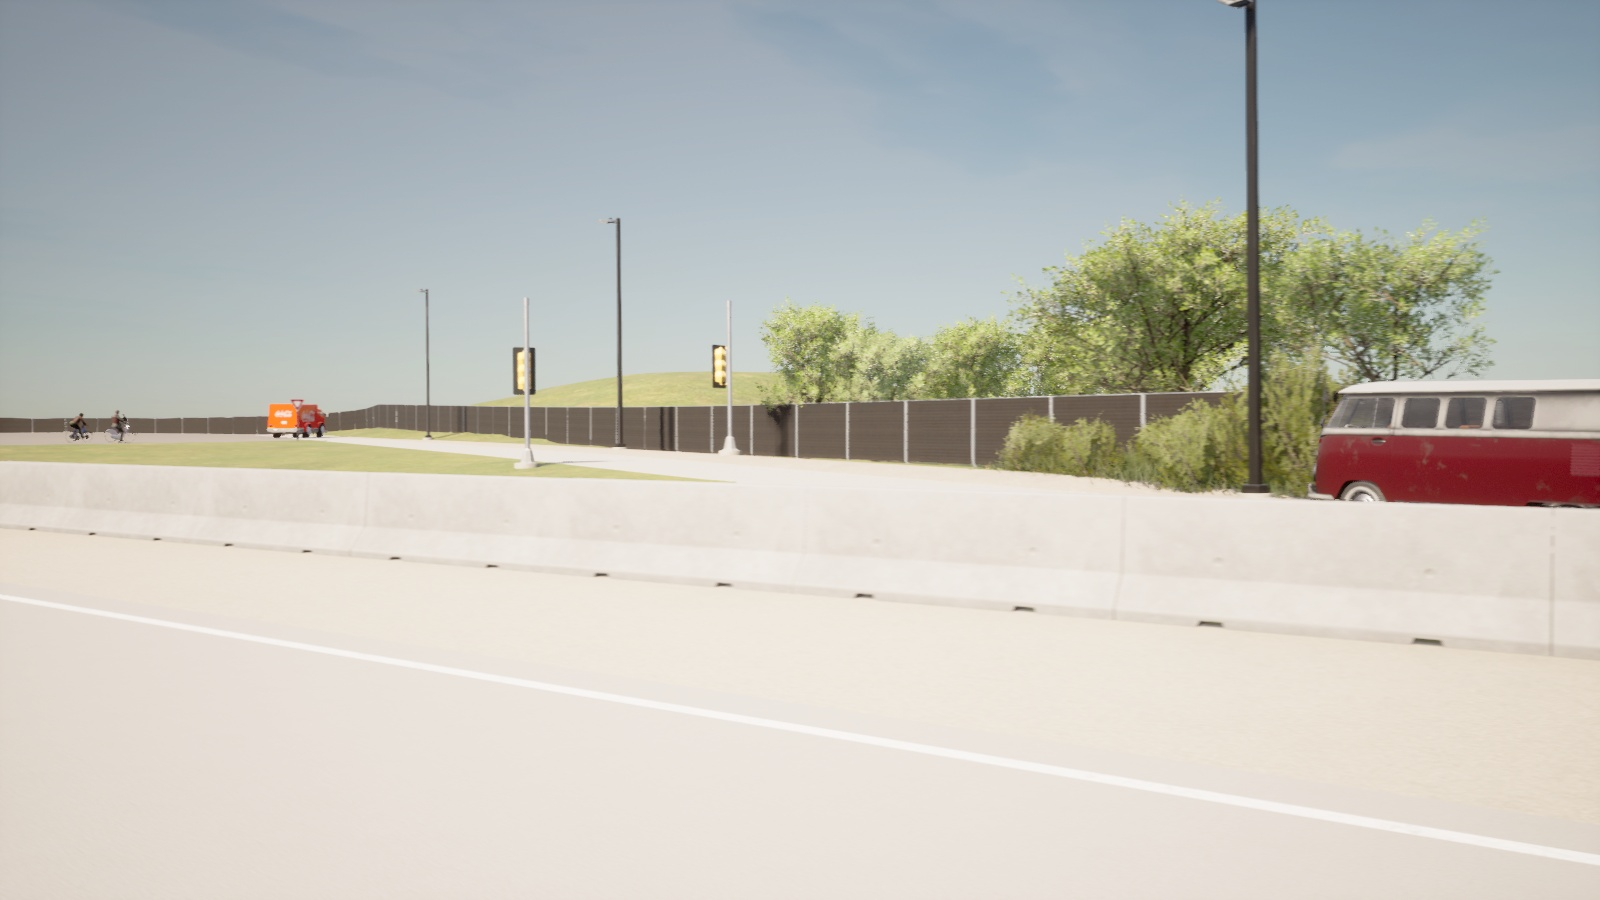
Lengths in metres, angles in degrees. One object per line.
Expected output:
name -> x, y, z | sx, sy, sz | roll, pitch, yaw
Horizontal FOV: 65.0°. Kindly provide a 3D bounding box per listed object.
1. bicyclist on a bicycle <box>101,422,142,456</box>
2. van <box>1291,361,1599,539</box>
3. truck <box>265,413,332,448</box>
bicyclist on a bicycle -> -35.878, -0.587, 66.397 | 0.659, 1.776, 1.843 | -1, 1, 22
van -> 8.696, -0.049, 15.844 | 1.775, 1.987, 4.442 | -2, 2, -33
truck -> -36.380, -1.456, 91.257 | 2.627, 2.467, 5.204 | 0, 1, 2
